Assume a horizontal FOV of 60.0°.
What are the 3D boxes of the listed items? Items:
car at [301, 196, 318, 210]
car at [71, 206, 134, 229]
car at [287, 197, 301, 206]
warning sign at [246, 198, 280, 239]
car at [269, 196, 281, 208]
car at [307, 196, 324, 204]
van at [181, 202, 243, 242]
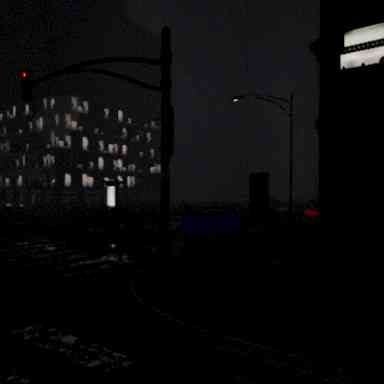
[{"bbox_3d":[15.889,1.510,42.135,1.837,1.490,4.892,1,0,36],"label":"car"},{"bbox_3d":[-5.705,1.567,21.673,1.947,1.339,4.313,1,1,35],"label":"car"},{"bbox_3d":[16.649,1.466,53.090,1.752,1.417,4.829,1,0,35],"label":"car"},{"bbox_3d":[3.406,1.214,15.919,1.300,1.860,1.060,1,0,35],"label":"warning sign"},{"bbox_3d":[10.332,1.395,44.212,1.967,1.590,4.097,1,1,35],"label":"car"},{"bbox_3d":[23.162,1.478,62.245,2.008,1.369,4.403,1,0,35],"label":"car"},{"bbox_3d":[1.126,1.420,16.813,1.690,1.788,3.998,1,1,35],"label":"van"}]
